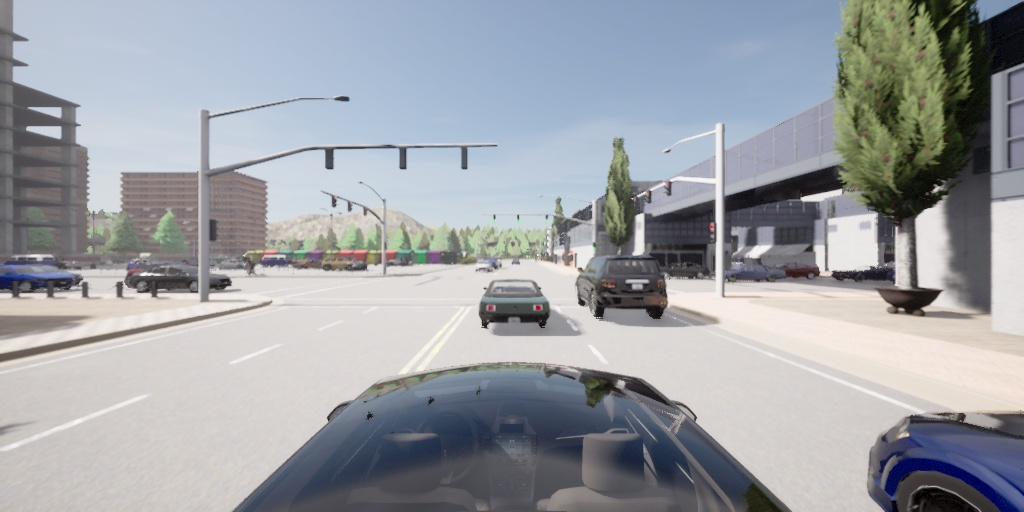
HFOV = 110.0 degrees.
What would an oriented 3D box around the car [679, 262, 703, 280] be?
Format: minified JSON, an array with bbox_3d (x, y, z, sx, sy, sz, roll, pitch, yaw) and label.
[{"bbox_3d":[14.847,1.298,31.834,4.892,1.490,1.837,0,0,0],"label":"car"}]

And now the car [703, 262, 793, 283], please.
[{"bbox_3d":[18.552,1.336,28.318,5.357,1.411,2.033,0,0,0],"label":"car"}]

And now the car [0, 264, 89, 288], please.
[{"bbox_3d":[-31.584,1.307,23.875,4.674,1.442,1.812,0,0,0],"label":"car"}]

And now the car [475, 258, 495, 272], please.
[{"bbox_3d":[-3.661,1.339,46.589,1.812,1.442,4.674,0,0,3],"label":"car"}]

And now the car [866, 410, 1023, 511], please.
[{"bbox_3d":[3.600,1.313,0.863,1.994,1.385,4.181,0,0,0],"label":"car"}]

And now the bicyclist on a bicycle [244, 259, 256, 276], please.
[{"bbox_3d":[-25.436,1.099,34.860,0.582,1.620,1.656,0,0,0],"label":"bicyclist on a bicycle"}]

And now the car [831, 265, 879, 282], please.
[{"bbox_3d":[28.135,1.389,28.274,4.718,1.301,1.895,0,0,0],"label":"car"}]

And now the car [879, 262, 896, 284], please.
[{"bbox_3d":[28.825,1.260,24.570,5.008,1.535,1.882,0,0,0],"label":"car"}]

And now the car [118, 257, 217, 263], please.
[{"bbox_3d":[-22.654,1.133,23.884,4.553,1.767,2.097,0,0,0],"label":"car"}]

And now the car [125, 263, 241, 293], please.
[{"bbox_3d":[-18.698,1.281,20.391,4.892,1.490,1.837,0,0,0],"label":"car"}]

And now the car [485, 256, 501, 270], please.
[{"bbox_3d":[-3.433,1.049,56.435,2.150,2.045,5.566,0,0,2],"label":"car"}]

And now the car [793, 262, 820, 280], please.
[{"bbox_3d":[24.334,1.271,31.791,5.008,1.535,1.882,0,0,0],"label":"car"}]

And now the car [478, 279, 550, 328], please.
[{"bbox_3d":[0.010,1.365,11.432,1.895,1.301,4.718,0,0,-1],"label":"car"}]

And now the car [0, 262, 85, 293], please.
[{"bbox_3d":[-27.979,1.254,20.371,5.008,1.535,1.882,0,0,0],"label":"car"}]

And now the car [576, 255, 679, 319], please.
[{"bbox_3d":[3.725,0.987,13.069,2.150,2.045,5.566,0,0,2],"label":"car"}]
